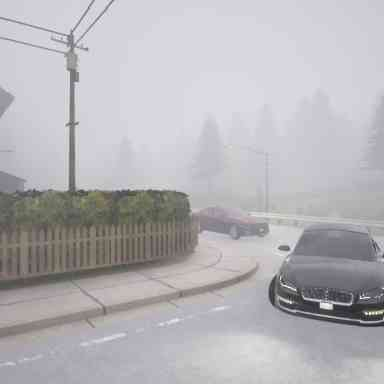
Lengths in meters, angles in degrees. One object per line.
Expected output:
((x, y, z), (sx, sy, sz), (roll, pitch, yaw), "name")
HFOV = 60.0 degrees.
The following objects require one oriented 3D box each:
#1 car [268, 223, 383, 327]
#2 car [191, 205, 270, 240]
((3.151, 1.505, 7.292), (1.837, 1.490, 4.892), (0, 0, 27), "car")
((1.851, 1.478, 17.428), (1.882, 1.535, 5.008), (0, 0, -33), "car")
